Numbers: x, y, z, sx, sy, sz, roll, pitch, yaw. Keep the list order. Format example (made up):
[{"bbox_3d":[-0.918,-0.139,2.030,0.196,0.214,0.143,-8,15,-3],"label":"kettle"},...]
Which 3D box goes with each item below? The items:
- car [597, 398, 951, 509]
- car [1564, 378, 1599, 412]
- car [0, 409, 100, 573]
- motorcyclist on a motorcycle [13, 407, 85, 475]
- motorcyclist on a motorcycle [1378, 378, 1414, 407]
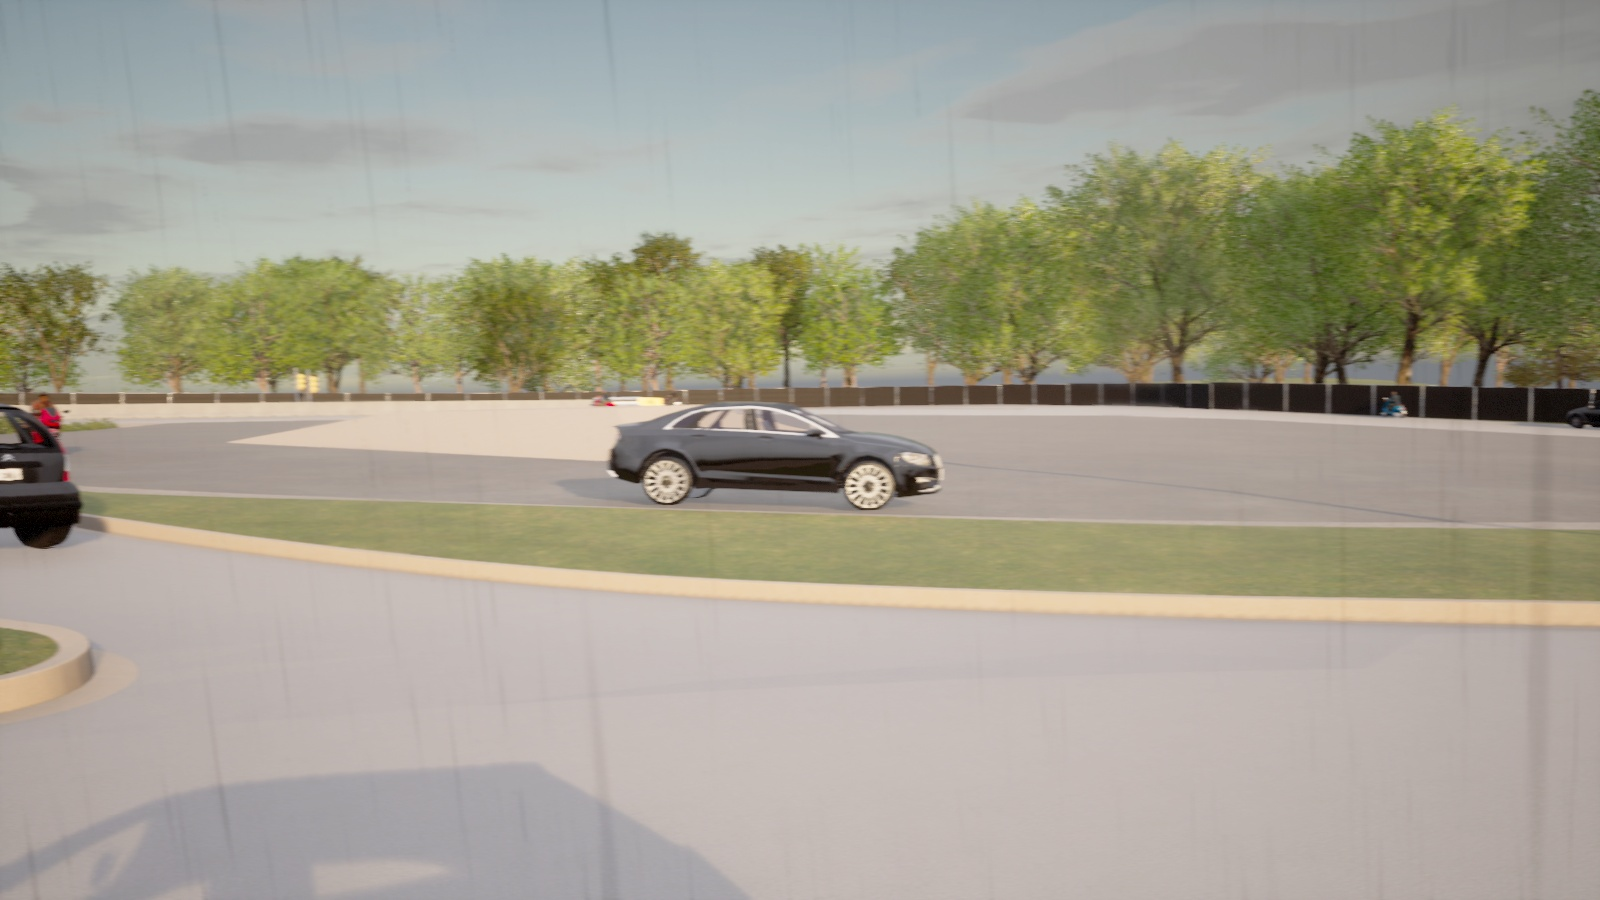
[{"bbox_3d":[-0.286,0.023,18.471,4.902,1.511,2.128,0,2,9],"label":"car"},{"bbox_3d":[40.450,-2.717,62.253,1.851,1.617,3.988,-4,5,-25],"label":"car"},{"bbox_3d":[-9.766,0.360,13.465,3.988,1.617,1.851,2,2,22],"label":"car"},{"bbox_3d":[-17.717,-0.224,29.602,2.044,1.523,0.797,1,3,41],"label":"motorcyclist on a motorcycle"},{"bbox_3d":[34.975,-3.392,73.692,0.866,1.590,1.817,-4,5,-18],"label":"motorcyclist on a motorcycle"}]
